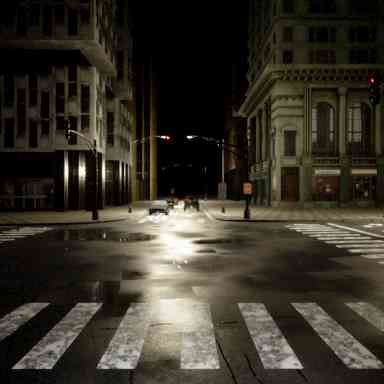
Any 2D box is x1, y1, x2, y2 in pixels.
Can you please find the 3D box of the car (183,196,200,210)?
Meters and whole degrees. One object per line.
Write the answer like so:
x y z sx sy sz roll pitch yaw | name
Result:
-0.079 1.474 41.506 1.837 1.490 4.892 0 0 0 | car

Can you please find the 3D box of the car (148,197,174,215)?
-3.204 1.528 33.565 2.033 1.411 5.357 0 0 0 | car

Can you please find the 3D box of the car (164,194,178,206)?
-3.344 1.300 53.773 2.097 1.767 4.553 0 0 0 | car

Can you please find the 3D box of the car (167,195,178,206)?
-3.278 1.458 43.480 2.128 1.511 4.902 0 0 0 | car

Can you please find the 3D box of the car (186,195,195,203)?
-0.255 1.444 66.755 1.812 1.442 4.674 0 0 0 | car
